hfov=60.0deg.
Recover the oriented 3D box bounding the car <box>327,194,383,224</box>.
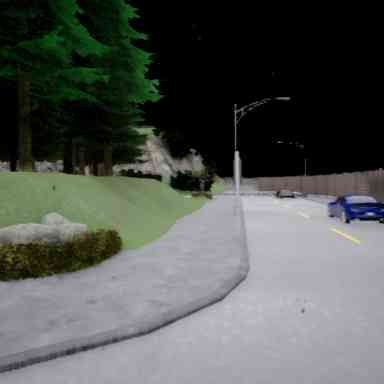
[{"bbox_3d":[9.115,0.864,18.812,1.882,1.535,5.008,-1,1,8],"label":"car"}]

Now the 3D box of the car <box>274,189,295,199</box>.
[{"bbox_3d":[12.664,0.228,45.724,1.994,1.385,4.181,-1,1,2],"label":"car"}]
